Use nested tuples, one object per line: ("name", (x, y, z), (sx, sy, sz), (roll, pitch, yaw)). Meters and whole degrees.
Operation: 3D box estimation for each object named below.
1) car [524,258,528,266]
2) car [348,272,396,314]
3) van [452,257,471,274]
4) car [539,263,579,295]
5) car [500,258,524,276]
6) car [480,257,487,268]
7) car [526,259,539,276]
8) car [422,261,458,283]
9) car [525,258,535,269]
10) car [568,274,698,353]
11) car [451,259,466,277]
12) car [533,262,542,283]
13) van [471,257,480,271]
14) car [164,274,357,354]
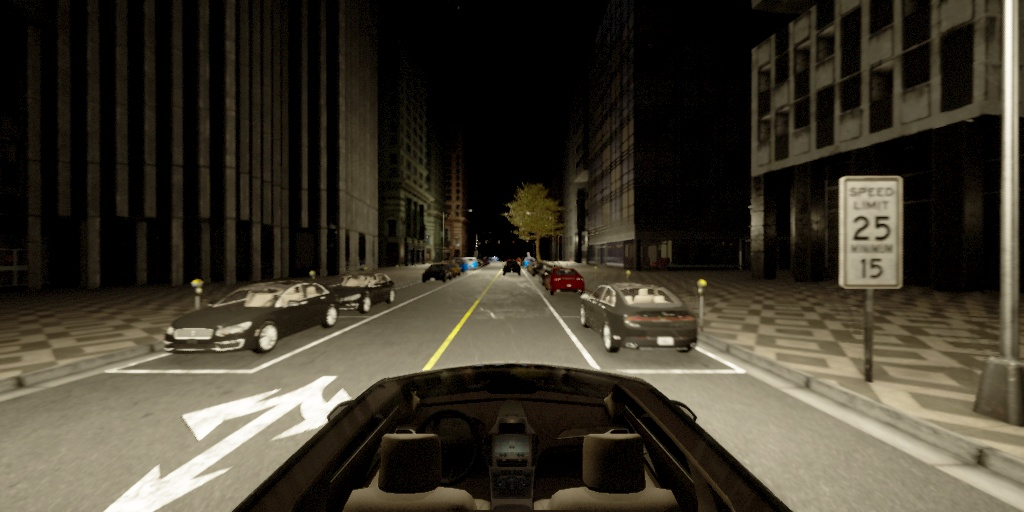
("car", (2.754, 1.307, 45.416), (1.948, 1.339, 4.313), (0, 0, 0))
("car", (-5.765, 1.297, 13.626), (2.007, 1.370, 4.403), (0, 0, 0))
("van", (-5.770, 1.083, 39.023), (1.690, 1.789, 3.998), (0, 0, 0))
("car", (2.759, 1.289, 19.521), (1.888, 1.381, 4.507), (0, 0, 0))
("car", (-0.006, 1.248, 36.764), (1.837, 1.490, 4.892), (0, 0, 0))
("car", (-5.774, 1.296, 60.676), (2.007, 1.370, 4.403), (0, 0, 0))
("car", (2.756, 1.292, 34.837), (2.007, 1.370, 4.403), (0, 0, 0))
("car", (-5.768, 1.309, 28.197), (1.948, 1.339, 4.313), (0, 0, 0))
("car", (2.755, 1.267, 40.296), (1.751, 1.417, 4.829), (0, 0, 0))
("car", (2.761, 1.298, 8.632), (2.007, 1.370, 4.403), (0, 0, 0))
("car", (-5.769, 1.268, 33.440), (1.751, 1.417, 4.829), (0, 0, 0))
("car", (2.758, 1.293, 24.965), (2.007, 1.370, 4.403), (0, 0, 0))
("van", (-5.772, 1.084, 49.850), (1.690, 1.789, 3.998), (0, 0, 0))
("car", (-5.764, 1.298, 8.633), (2.007, 1.370, 4.403), (0, 0, 0))
